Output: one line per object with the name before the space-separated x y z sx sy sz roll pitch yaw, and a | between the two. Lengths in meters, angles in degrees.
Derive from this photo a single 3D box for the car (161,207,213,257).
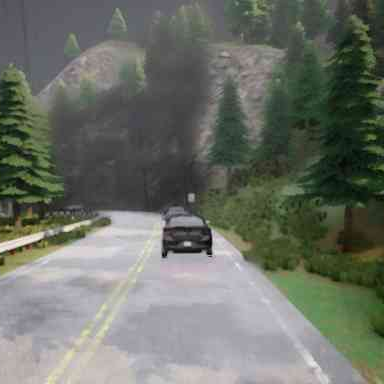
car | -0.250 1.618 13.735 1.882 1.535 5.008 0 0 -2

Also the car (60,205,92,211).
car | -15.952 2.472 45.429 5.357 1.411 2.033 -3 1 34
